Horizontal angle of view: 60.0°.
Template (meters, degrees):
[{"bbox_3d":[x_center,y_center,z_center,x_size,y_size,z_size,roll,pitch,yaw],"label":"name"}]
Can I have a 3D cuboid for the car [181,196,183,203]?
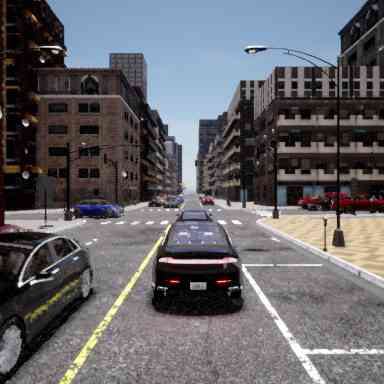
[{"bbox_3d":[-3.008,1.620,58.161,1.895,1.301,4.718,0,0,0],"label":"car"}]

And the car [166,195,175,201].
[{"bbox_3d":[-5.585,1.481,85.377,1.967,1.590,4.097,0,0,0],"label":"car"}]

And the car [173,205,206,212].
[{"bbox_3d":[0.120,1.565,17.078,1.994,1.385,4.181,0,0,0],"label":"car"}]

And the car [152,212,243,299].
[{"bbox_3d":[0.113,1.491,8.463,2.128,1.511,4.902,0,0,0],"label":"car"}]

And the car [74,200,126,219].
[{"bbox_3d":[-8.387,1.489,30.398,4.553,1.767,2.097,-1,0,17],"label":"car"}]

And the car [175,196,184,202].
[{"bbox_3d":[-2.902,1.572,79.098,2.033,1.411,5.357,0,0,0],"label":"car"}]

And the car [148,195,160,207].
[{"bbox_3d":[-5.627,1.581,51.281,1.947,1.339,4.313,0,0,0],"label":"car"}]

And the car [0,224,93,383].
[{"bbox_3d":[-3.092,1.505,5.483,1.837,1.490,4.892,0,0,0],"label":"car"}]

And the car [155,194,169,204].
[{"bbox_3d":[-5.613,1.337,62.646,2.192,1.841,5.009,0,0,0],"label":"car"}]

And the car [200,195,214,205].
[{"bbox_3d":[2.760,1.458,56.955,1.967,1.590,4.097,0,0,0],"label":"car"}]

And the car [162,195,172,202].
[{"bbox_3d":[-5.599,1.471,74.011,1.967,1.590,4.097,0,0,0],"label":"car"}]

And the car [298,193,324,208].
[{"bbox_3d":[14.606,1.015,37.572,5.009,1.841,2.192,-1,1,0],"label":"car"}]

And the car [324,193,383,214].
[{"bbox_3d":[14.730,1.029,29.193,5.009,1.841,2.192,-1,1,0],"label":"car"}]

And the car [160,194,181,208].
[{"bbox_3d":[-3.006,1.365,48.229,2.097,1.767,4.553,0,0,0],"label":"car"}]

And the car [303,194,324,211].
[{"bbox_3d":[14.610,1.230,35.001,4.674,1.442,1.812,-1,0,0],"label":"car"}]
